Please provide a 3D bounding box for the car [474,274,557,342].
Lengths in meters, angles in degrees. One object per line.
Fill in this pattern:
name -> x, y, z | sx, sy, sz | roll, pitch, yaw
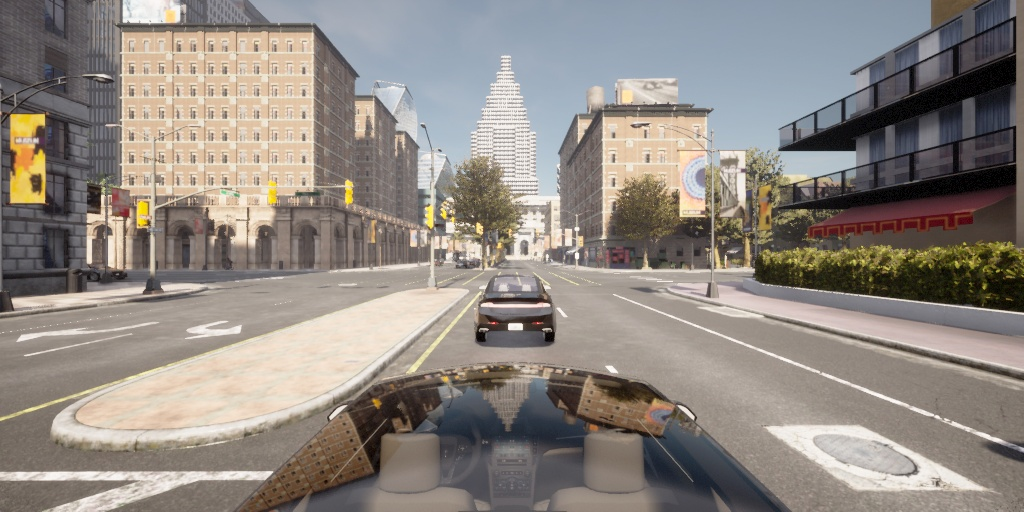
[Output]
car -> 0.082, 1.242, 9.778 | 2.128, 1.511, 4.902 | 0, 0, 0

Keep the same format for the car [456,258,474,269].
car -> -8.002, 1.241, 58.527 | 2.128, 1.511, 4.902 | 0, 0, 0

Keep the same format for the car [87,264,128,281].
car -> -34.159, 1.314, 29.234 | 4.181, 1.385, 1.994 | 0, 0, 0

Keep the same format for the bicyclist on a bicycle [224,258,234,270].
bicyclist on a bicycle -> -37.237, 1.050, 47.188 | 0.582, 1.620, 1.656 | 0, 0, 0
